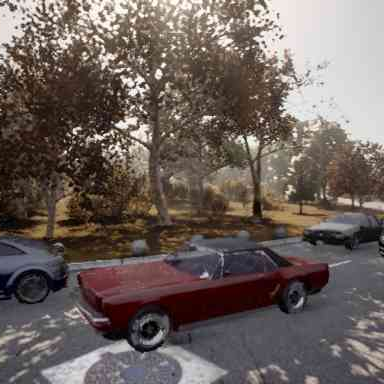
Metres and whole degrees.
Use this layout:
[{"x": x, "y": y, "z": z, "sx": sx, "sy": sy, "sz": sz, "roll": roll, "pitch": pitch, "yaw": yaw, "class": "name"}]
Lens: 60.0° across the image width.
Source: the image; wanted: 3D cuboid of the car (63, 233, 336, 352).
[{"x": 0.291, "y": 1.611, "z": 6.217, "sx": 4.718, "sy": 1.301, "sz": 1.895, "roll": 0, "pitch": 0, "yaw": -30, "class": "car"}]

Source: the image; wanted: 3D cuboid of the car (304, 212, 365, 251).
[{"x": 7.101, "y": 1.633, "z": 14.843, "sx": 5.357, "sy": 1.411, "sz": 2.033, "roll": 1, "pitch": -1, "yaw": -40, "class": "car"}]

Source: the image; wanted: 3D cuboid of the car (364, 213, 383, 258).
[{"x": 8.413, "y": 1.563, "z": 11.809, "sx": 4.902, "sy": 1.511, "sz": 2.128, "roll": 1, "pitch": -1, "yaw": -38, "class": "car"}]

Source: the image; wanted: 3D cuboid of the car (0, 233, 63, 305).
[{"x": -4.809, "y": 1.577, "z": 7.008, "sx": 4.181, "sy": 1.385, "sz": 1.994, "roll": 0, "pitch": 0, "yaw": -20, "class": "car"}]
